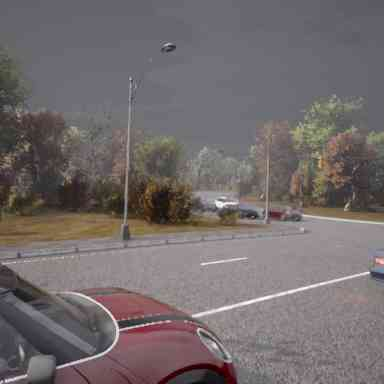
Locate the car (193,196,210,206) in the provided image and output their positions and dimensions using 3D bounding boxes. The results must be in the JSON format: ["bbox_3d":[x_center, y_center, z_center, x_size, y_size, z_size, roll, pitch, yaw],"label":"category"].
[{"bbox_3d":[1.670,1.586,60.662,1.882,1.535,5.008,2,2,-10],"label":"car"}]

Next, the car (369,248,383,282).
[{"bbox_3d":[6.634,1.666,8.499,5.357,1.411,2.033,2,-1,-36],"label":"car"}]

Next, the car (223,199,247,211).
[{"bbox_3d":[6.943,2.059,54.074,2.128,1.511,4.902,2,1,-15],"label":"car"}]

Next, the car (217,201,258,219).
[{"bbox_3d":[5.233,2.138,36.609,2.033,1.411,5.357,3,-1,-23],"label":"car"}]

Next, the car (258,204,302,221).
[{"bbox_3d":[9.605,2.113,35.467,2.097,1.767,4.553,3,-1,-24],"label":"car"}]

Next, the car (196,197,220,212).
[{"bbox_3d":[1.797,1.946,46.131,1.837,1.490,4.892,3,1,-17],"label":"car"}]

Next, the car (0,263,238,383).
[{"bbox_3d":[-1.792,1.354,2.469,4.553,1.767,2.097,0,0,-35],"label":"car"}]

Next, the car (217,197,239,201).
[{"bbox_3d":[5.018,1.803,47.510,2.150,2.045,5.566,3,1,-16],"label":"car"}]
